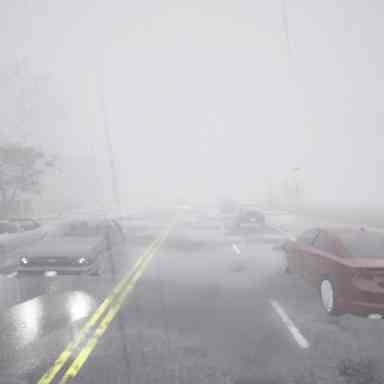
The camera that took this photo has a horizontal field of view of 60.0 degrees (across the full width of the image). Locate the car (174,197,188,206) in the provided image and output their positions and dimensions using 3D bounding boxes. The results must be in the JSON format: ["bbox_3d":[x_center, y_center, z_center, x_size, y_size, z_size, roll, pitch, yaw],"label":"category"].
[{"bbox_3d":[-1.698,1.452,53.042,1.994,1.385,4.181,0,0,4],"label":"car"}]

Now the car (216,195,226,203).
[{"bbox_3d":[5.783,1.379,66.786,1.812,1.442,4.674,0,0,4],"label":"car"}]

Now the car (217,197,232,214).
[{"bbox_3d":[3.923,1.488,34.009,1.994,1.385,4.181,0,0,2],"label":"car"}]

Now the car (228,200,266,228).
[{"bbox_3d":[3.657,1.477,21.958,1.812,1.442,4.674,0,0,1],"label":"car"}]

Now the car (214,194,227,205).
[{"bbox_3d":[4.410,1.392,44.942,2.128,1.511,4.902,0,0,3],"label":"car"}]

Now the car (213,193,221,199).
[{"bbox_3d":[5.029,1.228,55.838,2.097,1.767,4.553,0,0,4],"label":"car"}]

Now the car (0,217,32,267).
[{"bbox_3d":[-6.508,1.574,11.274,1.895,1.301,4.718,0,0,1],"label":"car"}]

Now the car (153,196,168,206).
[{"bbox_3d":[-4.942,1.416,53.220,1.812,1.442,4.674,0,0,4],"label":"car"}]

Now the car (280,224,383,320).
[{"bbox_3d":[3.403,1.462,7.463,1.882,1.535,5.008,0,0,0],"label":"car"}]

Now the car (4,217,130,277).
[{"bbox_3d":[-3.273,1.523,10.435,2.033,1.411,5.357,0,0,1],"label":"car"}]

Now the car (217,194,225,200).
[{"bbox_3d":[7.680,1.307,88.592,2.128,1.511,4.902,0,0,6],"label":"car"}]
